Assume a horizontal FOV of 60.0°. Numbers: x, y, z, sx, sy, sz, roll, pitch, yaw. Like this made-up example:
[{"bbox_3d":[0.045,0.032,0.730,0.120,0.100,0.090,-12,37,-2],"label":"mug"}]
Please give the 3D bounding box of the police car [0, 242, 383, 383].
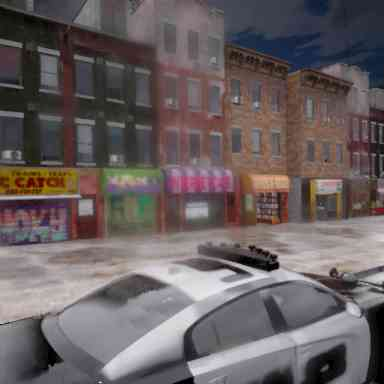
[{"bbox_3d":[0.597,1.423,3.705,5.238,1.638,1.930,0,0,-35],"label":"police car"}]
